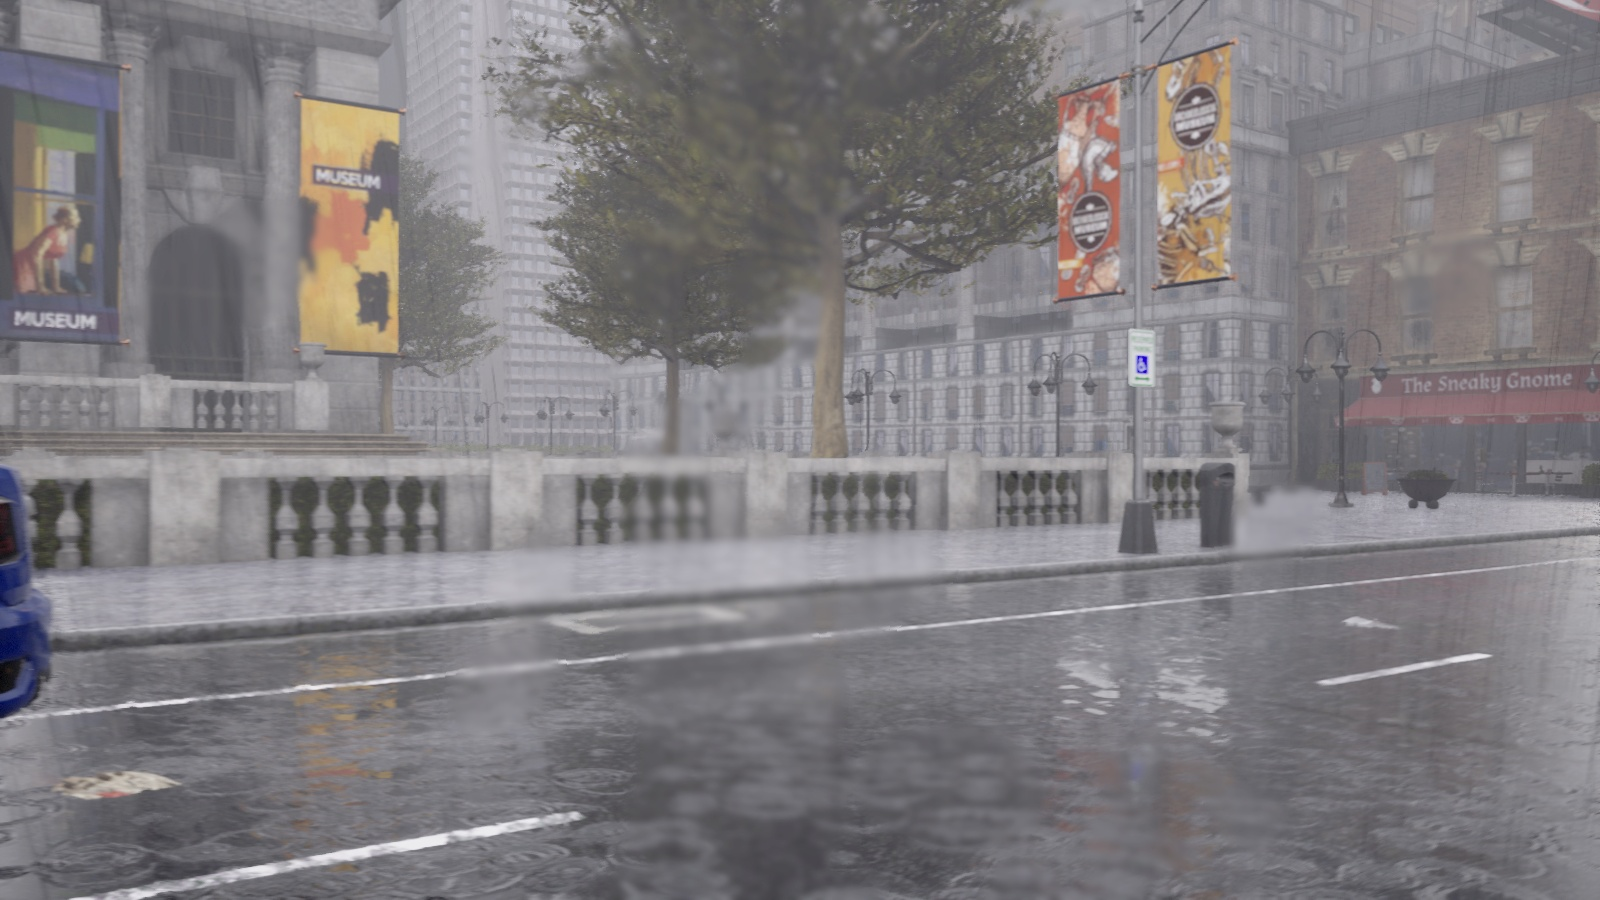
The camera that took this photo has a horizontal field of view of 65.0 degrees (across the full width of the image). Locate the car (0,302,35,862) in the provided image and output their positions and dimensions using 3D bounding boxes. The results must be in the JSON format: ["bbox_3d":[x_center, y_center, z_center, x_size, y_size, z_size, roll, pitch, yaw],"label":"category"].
[{"bbox_3d":[-5.728,0.486,3.937,5.566,2.045,2.150,0,0,-35],"label":"car"}]
